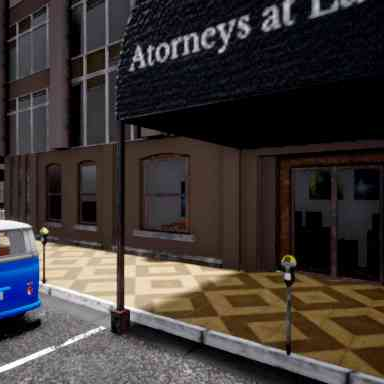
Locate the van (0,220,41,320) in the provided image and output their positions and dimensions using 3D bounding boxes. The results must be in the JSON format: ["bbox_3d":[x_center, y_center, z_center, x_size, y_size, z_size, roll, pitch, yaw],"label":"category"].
[{"bbox_3d":[-4.455,1.341,6.043,3.998,1.788,1.690,0,0,35],"label":"van"}]
